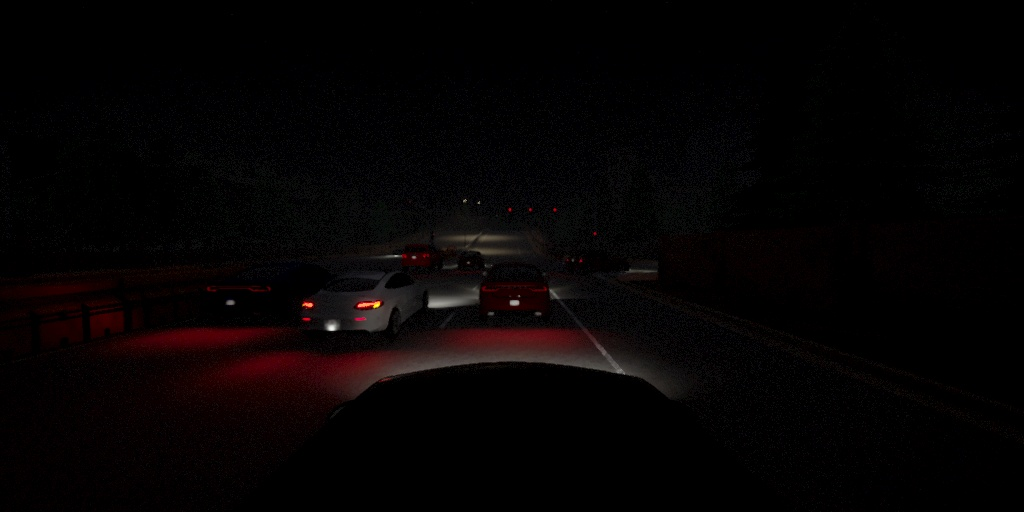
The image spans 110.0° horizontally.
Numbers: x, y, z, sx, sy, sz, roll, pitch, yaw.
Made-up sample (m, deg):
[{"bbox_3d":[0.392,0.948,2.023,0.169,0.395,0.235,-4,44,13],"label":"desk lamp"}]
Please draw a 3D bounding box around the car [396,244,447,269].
[{"bbox_3d":[-6.908,0.120,28.016,2.150,2.045,5.566,0,2,0],"label":"car"}]

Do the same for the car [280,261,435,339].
[{"bbox_3d":[-3.434,1.037,9.095,1.812,1.442,4.674,0,2,-1],"label":"car"}]

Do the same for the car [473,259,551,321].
[{"bbox_3d":[0.076,0.924,11.120,1.882,1.535,5.008,0,1,0],"label":"car"}]

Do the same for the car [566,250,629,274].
[{"bbox_3d":[6.227,0.320,25.914,4.553,1.767,2.097,-1,3,-24],"label":"car"}]

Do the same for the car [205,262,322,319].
[{"bbox_3d":[-6.924,0.918,11.301,1.882,1.535,5.008,0,2,0],"label":"car"}]

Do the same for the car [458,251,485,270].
[{"bbox_3d":[-3.405,0.298,30.498,1.882,1.535,5.008,0,2,0],"label":"car"}]
